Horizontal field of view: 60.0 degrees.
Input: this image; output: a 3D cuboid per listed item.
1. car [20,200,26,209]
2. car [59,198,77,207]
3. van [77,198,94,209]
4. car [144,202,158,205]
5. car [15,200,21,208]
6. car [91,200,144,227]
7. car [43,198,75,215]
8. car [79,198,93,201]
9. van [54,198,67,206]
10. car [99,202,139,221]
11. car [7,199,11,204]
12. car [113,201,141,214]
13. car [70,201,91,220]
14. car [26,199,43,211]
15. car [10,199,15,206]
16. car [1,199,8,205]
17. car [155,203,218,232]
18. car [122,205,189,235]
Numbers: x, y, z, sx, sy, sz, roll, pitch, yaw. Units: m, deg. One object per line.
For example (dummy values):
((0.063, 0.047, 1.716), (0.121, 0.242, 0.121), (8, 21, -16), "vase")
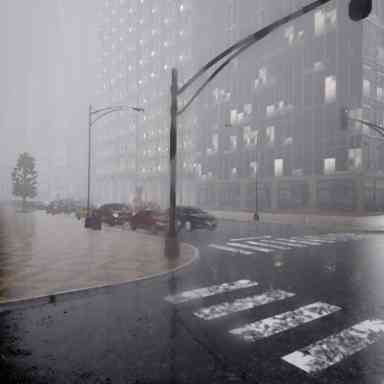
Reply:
((-25.054, 2.029, 51.979), (1.947, 1.339, 4.313), (1, -1, -35), "car")
((-24.709, 2.036, 66.098), (2.192, 1.841, 5.009), (1, -1, -35), "car")
((-18.189, 1.953, 56.787), (1.690, 1.788, 3.998), (1, -1, -35), "van")
((-5.149, 1.833, 38.164), (1.967, 1.590, 4.097), (1, -1, -35), "car")
((-28.314, 2.062, 56.634), (1.887, 1.381, 4.507), (1, -1, -35), "car")
((-5.493, 1.575, 24.048), (1.967, 1.590, 4.097), (1, -1, -35), "car")
((-15.273, 1.739, 38.014), (1.967, 1.590, 4.097), (1, -1, -35), "car")
((-14.299, 1.854, 41.187), (2.128, 1.511, 4.902), (1, -1, -35), "car")
((-27.969, 2.117, 70.753), (1.690, 1.788, 3.998), (1, -1, -35), "van")
((-6.720, 1.741, 30.333), (1.837, 1.490, 4.892), (1, -1, -35), "car")
((-34.834, 2.209, 65.944), (1.802, 1.307, 4.206), (1, -1, -35), "car")
((-8.506, 1.974, 42.958), (1.752, 1.417, 4.829), (1, -1, -35), "car")
((-8.655, 1.713, 28.563), (1.752, 1.417, 4.829), (1, -1, -35), "car")
((-21.794, 1.959, 47.323), (2.008, 1.369, 4.403), (1, -1, -35), "car")
((-31.574, 2.123, 61.289), (2.008, 1.369, 4.403), (1, -1, -35), "car")
((-41.355, 2.287, 75.255), (2.008, 1.369, 4.403), (1, -1, -35), "car")
((-0.286, 1.634, 21.139), (1.837, 1.490, 4.892), (1, -1, -33), "car")
((-2.233, 1.662, 19.391), (1.802, 1.307, 4.206), (1, -1, -35), "car")
